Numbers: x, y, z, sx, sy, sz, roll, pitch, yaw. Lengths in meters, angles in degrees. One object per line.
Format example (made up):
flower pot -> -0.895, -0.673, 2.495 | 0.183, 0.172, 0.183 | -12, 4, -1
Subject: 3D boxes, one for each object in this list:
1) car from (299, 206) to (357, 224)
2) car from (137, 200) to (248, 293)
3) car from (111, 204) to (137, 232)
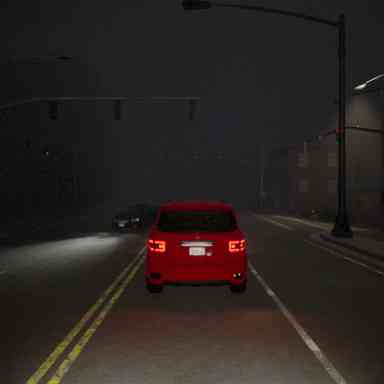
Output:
car -> 12.104, 2.015, 29.654 | 4.892, 1.490, 1.837 | 8, 0, 1
car -> 0.095, 1.221, 9.015 | 2.150, 2.045, 5.566 | 0, 0, 0
car -> -3.149, 1.492, 20.185 | 2.128, 1.511, 4.902 | 0, 0, 15
